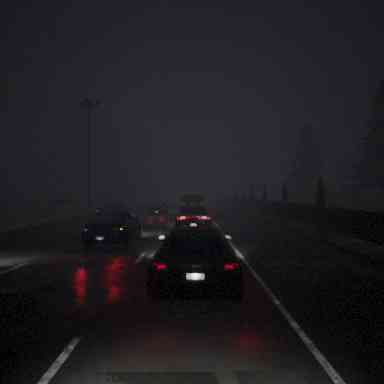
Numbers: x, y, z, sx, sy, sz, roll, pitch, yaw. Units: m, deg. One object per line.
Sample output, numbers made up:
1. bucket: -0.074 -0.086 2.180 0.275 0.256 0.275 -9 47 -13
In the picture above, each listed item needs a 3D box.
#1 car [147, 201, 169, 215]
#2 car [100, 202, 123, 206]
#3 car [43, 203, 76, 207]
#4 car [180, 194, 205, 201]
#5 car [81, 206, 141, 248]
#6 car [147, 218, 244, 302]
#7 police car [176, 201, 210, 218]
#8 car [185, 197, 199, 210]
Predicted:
1. car: -3.469 1.628 34.837 1.895 1.301 4.718 0 0 0
2. car: -6.958 1.570 28.892 2.033 1.411 5.357 0 0 0
3. car: -14.169 1.505 34.858 1.882 1.535 5.008 0 0 0
4. car: 0.035 1.246 31.856 2.150 2.045 5.566 0 0 0
5. car: -3.429 1.537 14.661 1.812 1.442 4.674 0 0 0
6. car: 0.073 1.570 8.309 1.994 1.385 4.181 0 0 0
7. police car: 0.063 1.516 19.263 2.038 1.542 4.974 0 0 0
8. car: 0.013 1.491 43.666 1.801 1.575 5.366 0 0 0
